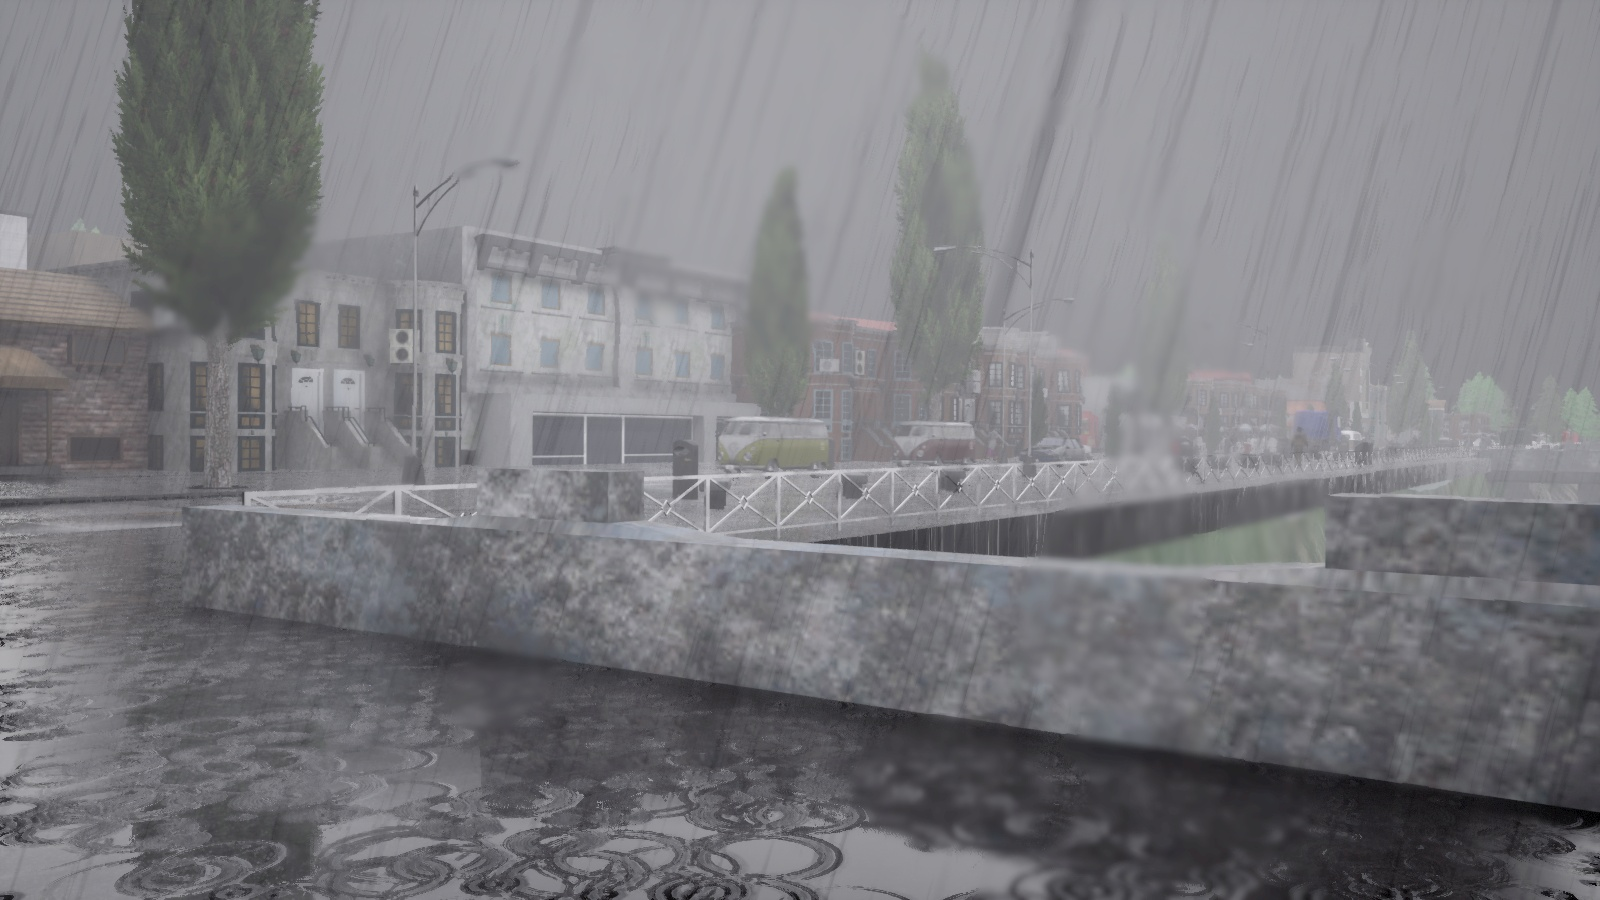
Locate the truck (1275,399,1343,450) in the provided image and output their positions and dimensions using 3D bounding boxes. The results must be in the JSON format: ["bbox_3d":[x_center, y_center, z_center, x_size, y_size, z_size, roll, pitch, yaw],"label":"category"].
[{"bbox_3d":[35.839,-1.779,88.176,2.891,3.462,7.936,0,1,34],"label":"truck"}]

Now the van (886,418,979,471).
[{"bbox_3d":[5.250,-0.237,49.303,1.775,1.987,4.442,0,1,34],"label":"van"}]

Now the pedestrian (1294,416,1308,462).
[{"bbox_3d":[21.222,-0.477,53.186,0.396,1.930,0.692,0,1,37],"label":"pedestrian"}]

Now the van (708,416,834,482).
[{"bbox_3d":[-0.854,-0.056,40.102,1.775,1.987,4.442,0,1,34],"label":"van"}]

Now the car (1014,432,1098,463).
[{"bbox_3d":[12.253,-0.149,59.857,2.033,1.411,5.357,0,1,34],"label":"car"}]

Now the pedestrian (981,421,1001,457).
[{"bbox_3d":[10.541,-0.597,69.260,0.873,1.952,0.659,-1,1,-36],"label":"pedestrian"}]
